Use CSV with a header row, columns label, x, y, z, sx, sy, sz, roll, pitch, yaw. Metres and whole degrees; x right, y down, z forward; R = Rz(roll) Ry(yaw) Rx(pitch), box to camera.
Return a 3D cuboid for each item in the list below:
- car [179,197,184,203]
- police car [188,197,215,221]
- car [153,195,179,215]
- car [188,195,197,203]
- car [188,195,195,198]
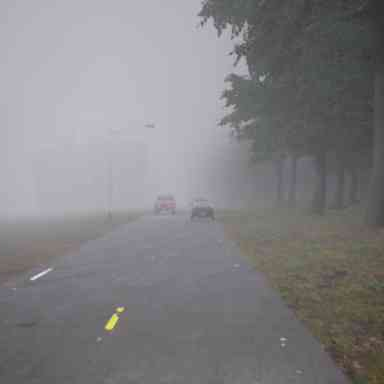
label,x,y,z,sx,sy,sz,roll,pitch,yaw
car,-2.727,1.869,77.090,1.837,1.490,4.892,0,-1,0
police car,0.834,1.468,27.901,1.930,1.638,5.238,0,0,0
car,-2.837,1.310,35.821,2.150,2.045,5.566,0,0,0
car,0.025,1.712,81.824,2.150,2.045,5.566,0,-1,0
car,0.837,1.507,43.768,2.097,1.767,4.553,0,-1,0
